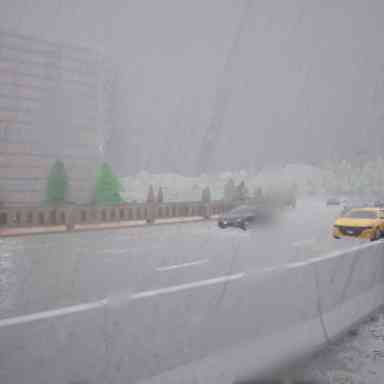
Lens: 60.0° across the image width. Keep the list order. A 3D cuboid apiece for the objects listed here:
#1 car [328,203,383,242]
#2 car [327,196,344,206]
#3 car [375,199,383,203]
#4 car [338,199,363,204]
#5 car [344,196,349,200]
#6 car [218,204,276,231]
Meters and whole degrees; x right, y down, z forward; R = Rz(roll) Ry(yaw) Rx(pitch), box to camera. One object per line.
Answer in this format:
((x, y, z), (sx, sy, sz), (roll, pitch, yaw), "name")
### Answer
((8.796, 1.535, 16.791), (1.882, 1.535, 5.008), (0, 0, 43), "car")
((24.348, 1.699, 57.269), (1.837, 1.490, 4.892), (0, 0, 17), "car")
((30.184, 1.739, 52.422), (1.994, 1.385, 4.181), (0, 0, 19), "car")
((14.436, 1.626, 29.062), (1.812, 1.442, 4.674), (0, 0, 35), "car")
((30.157, 1.606, 66.606), (1.812, 1.442, 4.674), (0, 0, 12), "car")
((3.625, 1.587, 21.473), (1.837, 1.490, 4.892), (0, 0, 43), "car")
